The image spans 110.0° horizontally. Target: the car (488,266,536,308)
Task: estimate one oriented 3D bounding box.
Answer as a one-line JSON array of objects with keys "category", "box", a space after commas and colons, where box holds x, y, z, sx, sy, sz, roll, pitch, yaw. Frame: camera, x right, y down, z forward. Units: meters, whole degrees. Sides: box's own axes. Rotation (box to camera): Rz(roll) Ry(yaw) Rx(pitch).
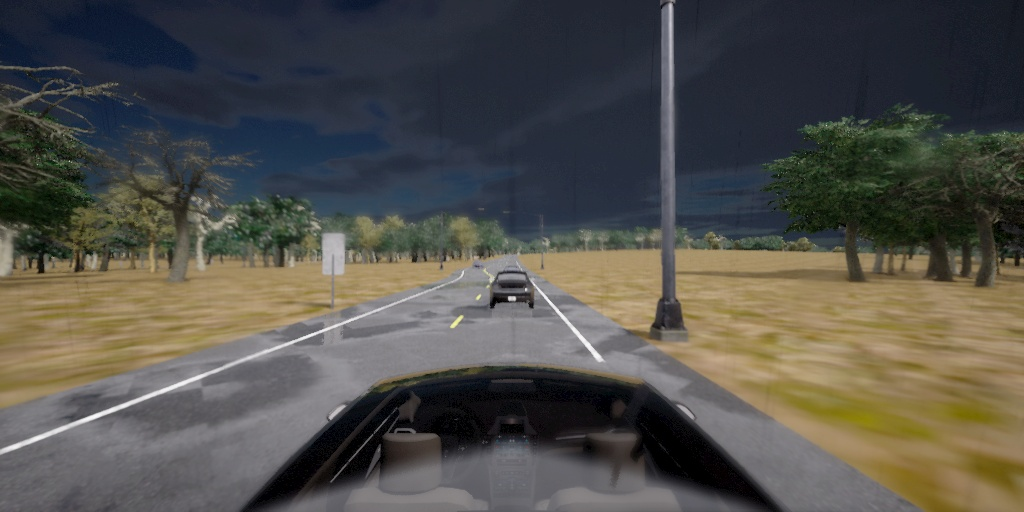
[{"category": "car", "box": [0.007, 1.394, 16.155, 1.837, 1.490, 4.892, 0, 0, 0]}]
